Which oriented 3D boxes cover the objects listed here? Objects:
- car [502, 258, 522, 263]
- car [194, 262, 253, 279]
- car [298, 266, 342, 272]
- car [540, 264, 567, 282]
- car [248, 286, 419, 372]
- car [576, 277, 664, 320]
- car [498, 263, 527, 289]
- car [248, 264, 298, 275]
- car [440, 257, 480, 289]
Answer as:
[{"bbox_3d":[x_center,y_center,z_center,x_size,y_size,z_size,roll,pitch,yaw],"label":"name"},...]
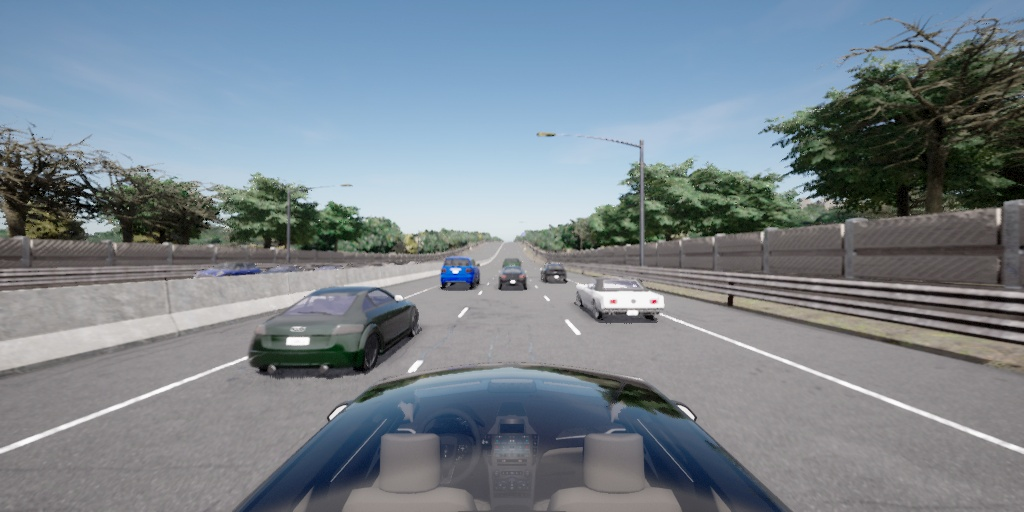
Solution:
[{"bbox_3d":[-0.010,1.228,41.296,2.150,2.045,5.566,0,0,0],"label":"car"},{"bbox_3d":[-21.082,1.244,26.798,2.097,1.767,4.553,0,0,0],"label":"car"},{"bbox_3d":[-14.072,1.467,27.643,1.994,1.385,4.181,0,0,0],"label":"car"},{"bbox_3d":[3.520,1.427,30.830,1.837,1.490,4.892,0,0,0],"label":"car"},{"bbox_3d":[-3.413,1.337,7.712,1.994,1.385,4.181,0,0,0],"label":"car"},{"bbox_3d":[3.572,1.403,12.857,1.895,1.301,4.718,0,0,0],"label":"car"},{"bbox_3d":[0.052,1.400,24.139,1.812,1.442,4.674,0,0,0],"label":"car"},{"bbox_3d":[-17.574,1.466,27.578,1.994,1.385,4.181,0,0,0],"label":"car"},{"bbox_3d":[-3.462,1.100,24.642,2.150,2.045,5.566,0,0,0],"label":"car"}]
